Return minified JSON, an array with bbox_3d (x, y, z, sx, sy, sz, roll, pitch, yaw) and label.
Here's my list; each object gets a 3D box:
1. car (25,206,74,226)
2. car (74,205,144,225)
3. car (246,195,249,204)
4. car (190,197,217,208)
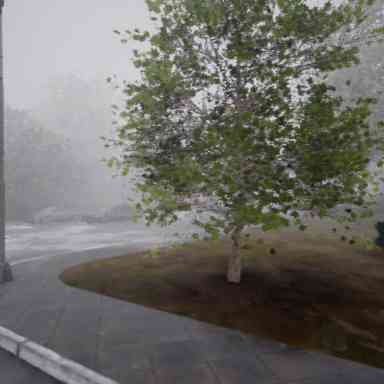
[{"bbox_3d":[-10.851,1.839,26.251,1.994,1.385,4.181,-1,0,38],"label":"car"},{"bbox_3d":[-6.203,1.731,26.538,2.033,1.411,5.357,-1,0,38],"label":"car"},{"bbox_3d":[6.668,0.977,43.135,1.812,1.442,4.674,-1,2,38],"label":"car"},{"bbox_3d":[1.461,1.192,42.141,1.837,1.490,4.892,-1,2,38],"label":"car"}]
